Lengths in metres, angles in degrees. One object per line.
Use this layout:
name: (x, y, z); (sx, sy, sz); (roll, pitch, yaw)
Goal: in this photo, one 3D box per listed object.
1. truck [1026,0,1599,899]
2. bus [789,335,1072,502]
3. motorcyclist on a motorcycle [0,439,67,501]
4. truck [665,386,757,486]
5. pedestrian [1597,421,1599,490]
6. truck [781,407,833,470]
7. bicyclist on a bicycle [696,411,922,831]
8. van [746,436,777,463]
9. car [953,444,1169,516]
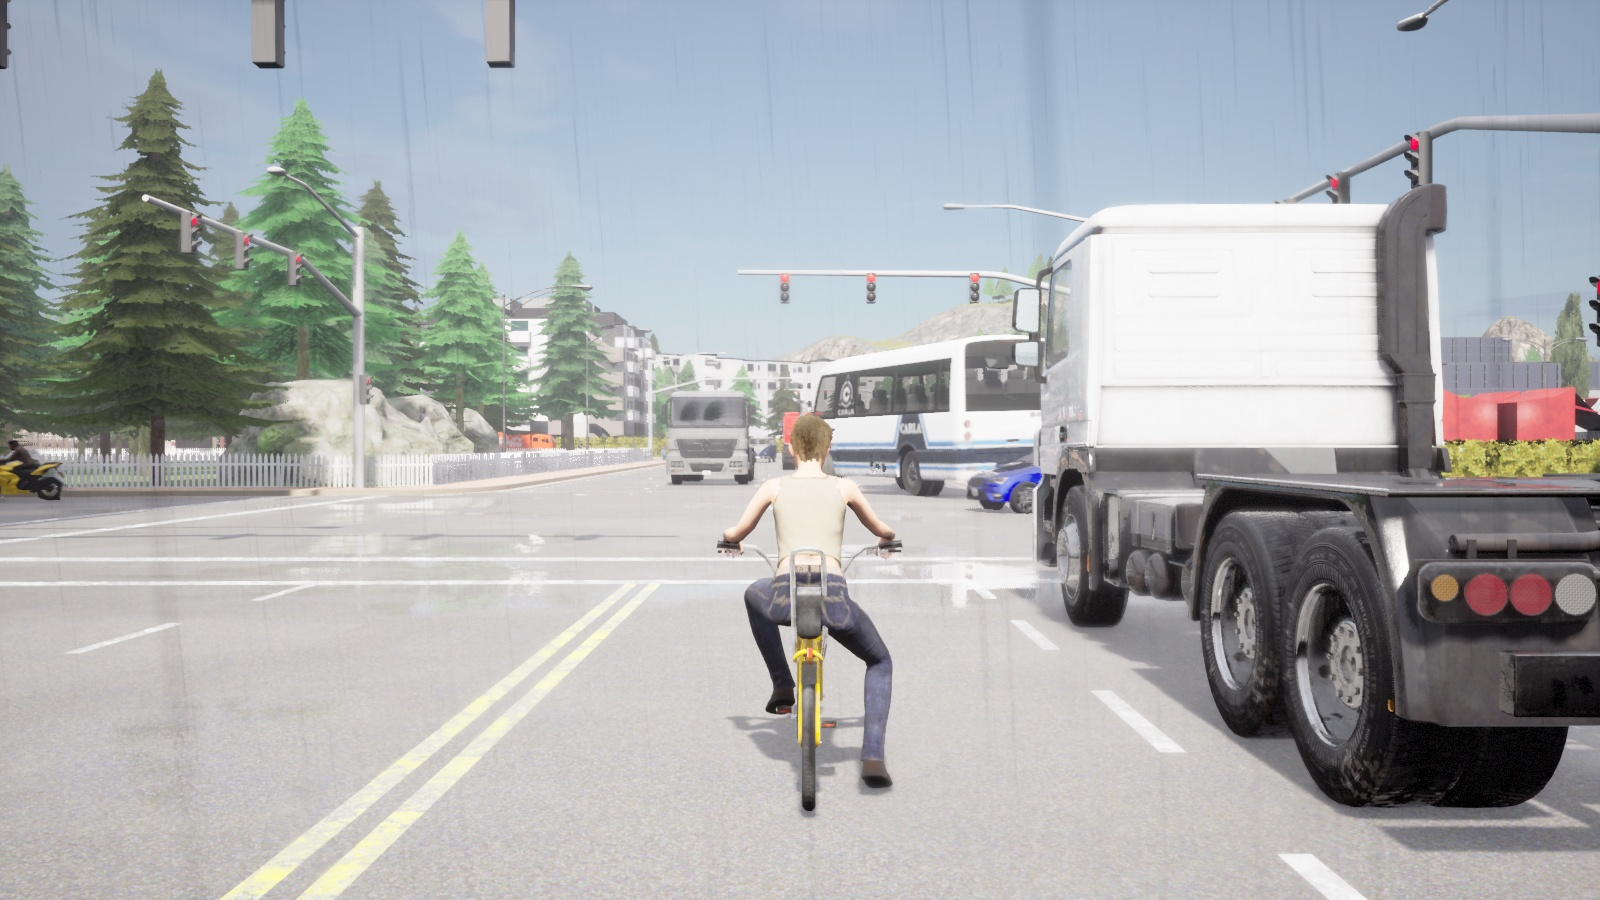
truck: (3.559, -0.277, 7.884); (2.891, 3.462, 7.936); (0, 0, 0)
bus: (3.448, -0.852, 37.438); (3.944, 4.253, 10.273); (-2, 1, -22)
motorcyclist on a motorcycle: (-19.369, 0.483, 31.005); (2.044, 1.523, 0.797); (0, 1, -9)
truck: (-3.224, -0.507, 47.641); (2.891, 3.462, 7.936); (0, 0, 0)
pedestrian: (23.010, 0.165, 35.211); (0.873, 1.952, 0.659); (0, 0, 0)
truck: (0.385, -0.647, 73.068); (2.891, 3.462, 7.936); (0, 0, 0)
bicyclist on a bicycle: (0.042, 0.652, 5.576); (0.866, 1.612, 1.509); (0, 0, 1)
van: (-2.888, -0.038, 94.854); (1.775, 1.987, 4.442); (0, 0, 5)
car: (5.604, 0.600, 27.061); (4.193, 1.474, 1.816); (0, 0, -17)
